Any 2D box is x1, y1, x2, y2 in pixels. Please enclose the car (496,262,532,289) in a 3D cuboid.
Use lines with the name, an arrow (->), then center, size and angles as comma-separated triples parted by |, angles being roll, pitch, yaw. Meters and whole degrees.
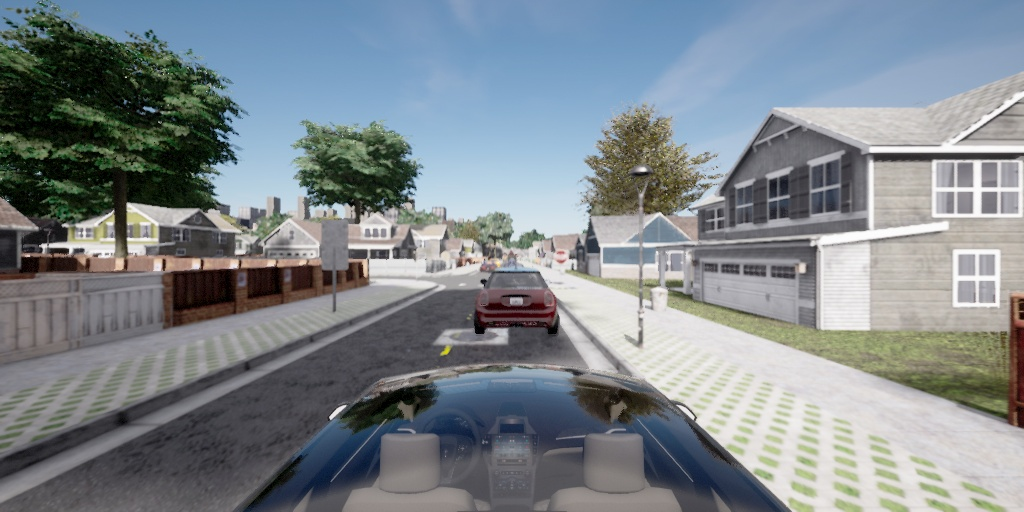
car -> 0.060, 1.213, 23.808 | 2.128, 1.511, 4.902 | 0, 0, -2

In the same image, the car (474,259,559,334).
car -> 0.102, 1.084, 10.640 | 2.097, 1.767, 4.553 | 0, 0, 0

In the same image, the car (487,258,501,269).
car -> -2.828, 1.193, 56.523 | 1.882, 1.535, 5.008 | 0, 1, 0

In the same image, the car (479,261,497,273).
car -> -2.856, 1.280, 43.592 | 1.994, 1.385, 4.181 | 0, 0, -2
